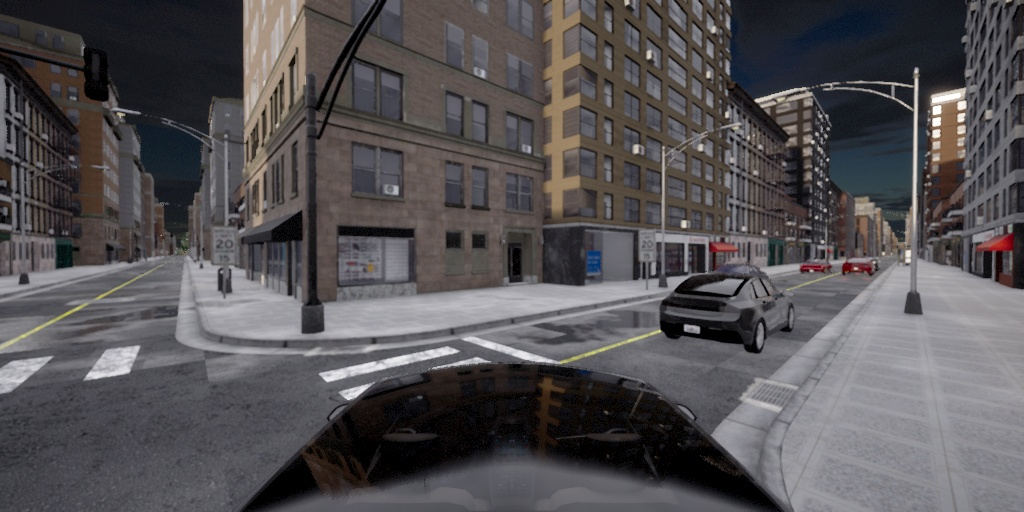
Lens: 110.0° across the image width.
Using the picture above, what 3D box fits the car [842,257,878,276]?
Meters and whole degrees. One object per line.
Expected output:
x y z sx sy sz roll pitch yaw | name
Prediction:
30.711 0.897 31.753 5.008 1.535 1.882 0 1 -42 | car

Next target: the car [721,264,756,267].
11.243 1.118 17.954 5.357 1.411 2.033 -1 1 -42 | car

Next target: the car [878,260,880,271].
38.415 0.843 38.821 4.902 1.511 2.128 0 1 -42 | car

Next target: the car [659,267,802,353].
5.347 1.181 8.720 4.892 1.490 1.837 -1 1 -42 | car

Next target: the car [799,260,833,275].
28.361 0.999 33.447 4.718 1.301 1.895 -1 1 -42 | car
